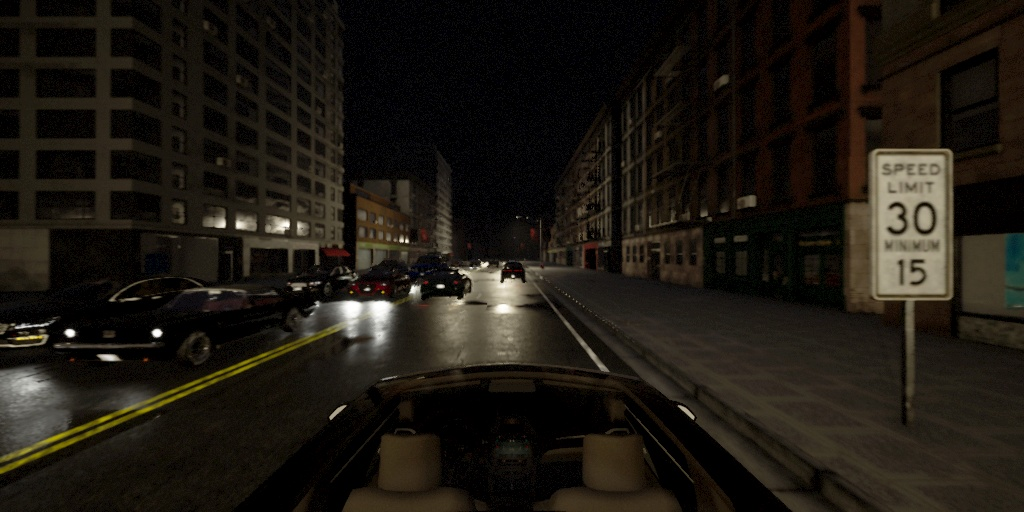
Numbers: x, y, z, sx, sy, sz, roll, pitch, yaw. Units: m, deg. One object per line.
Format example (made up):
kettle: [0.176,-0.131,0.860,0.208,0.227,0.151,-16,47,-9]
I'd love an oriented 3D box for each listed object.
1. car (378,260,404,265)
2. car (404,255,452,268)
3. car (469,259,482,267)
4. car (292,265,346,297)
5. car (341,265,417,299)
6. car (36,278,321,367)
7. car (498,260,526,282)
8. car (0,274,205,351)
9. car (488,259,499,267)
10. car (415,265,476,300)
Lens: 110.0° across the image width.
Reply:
car: [-9.772,1.100,28.716,2.097,1.767,4.553,0,0,0]
car: [-6.521,0.968,28.689,2.150,2.045,5.566,0,0,0]
car: [-6.567,1.298,64.863,2.033,1.411,5.357,0,0,0]
car: [-9.763,1.243,18.790,2.128,1.511,4.902,0,0,0]
car: [-6.524,1.314,18.131,1.994,1.385,4.181,0,0,0]
car: [-6.580,1.354,8.066,1.895,1.301,4.718,0,0,0]
car: [0.080,1.248,29.048,1.837,1.490,4.892,0,0,0]
car: [-9.826,1.259,9.101,1.837,1.490,4.892,0,0,0]
car: [-3.198,1.237,63.346,1.837,1.490,4.892,0,0,0]
car: [-3.164,1.313,17.888,1.994,1.385,4.181,0,0,0]
